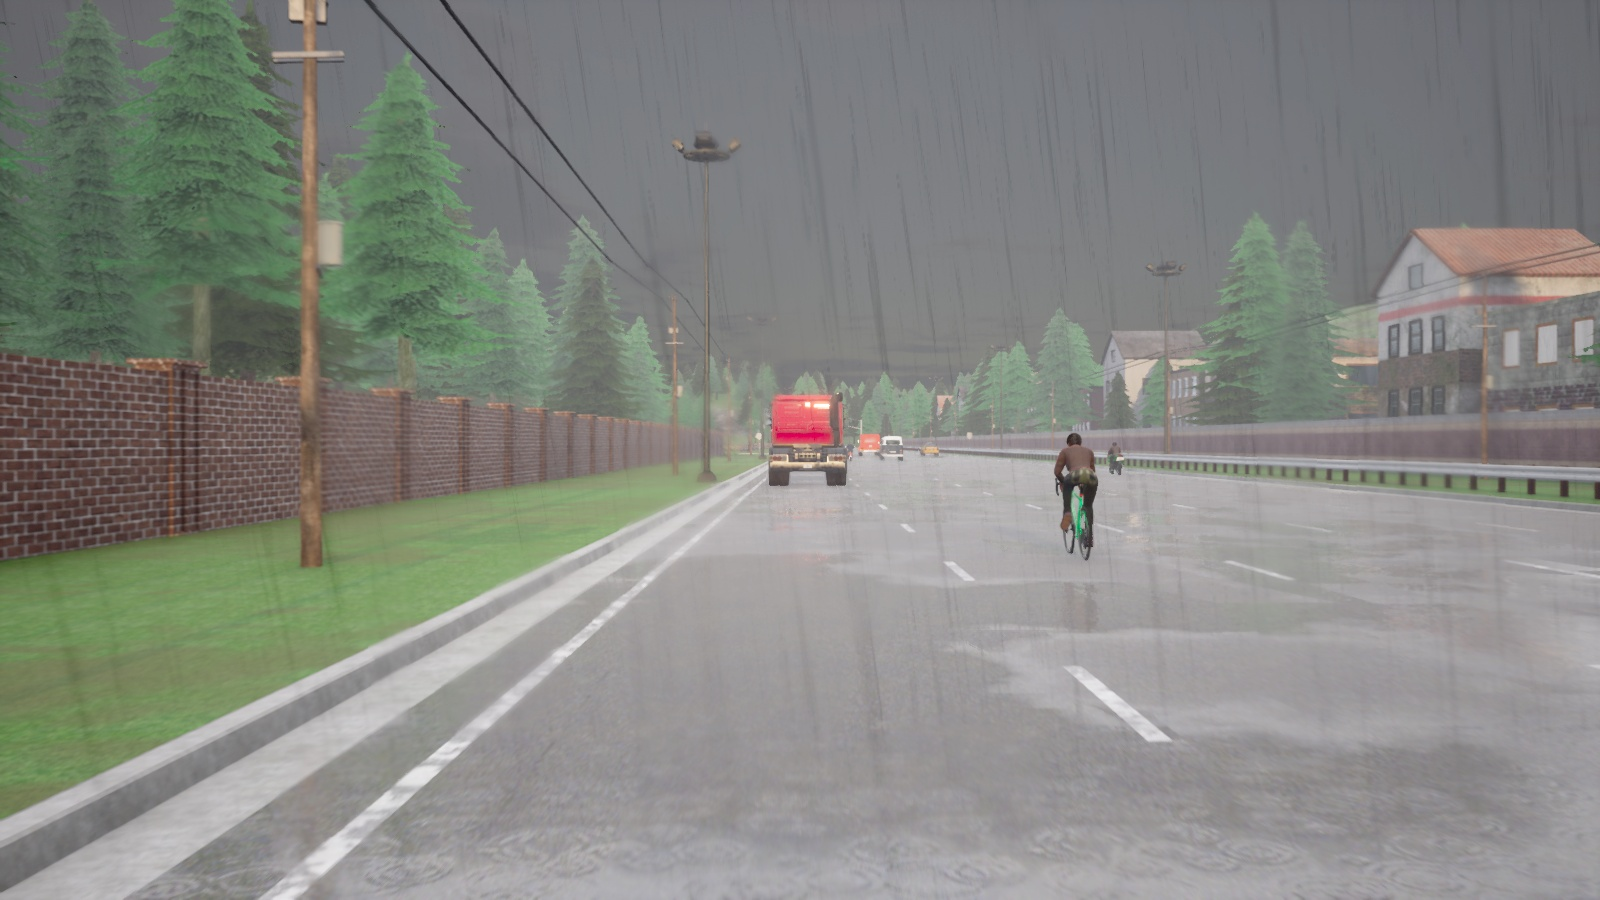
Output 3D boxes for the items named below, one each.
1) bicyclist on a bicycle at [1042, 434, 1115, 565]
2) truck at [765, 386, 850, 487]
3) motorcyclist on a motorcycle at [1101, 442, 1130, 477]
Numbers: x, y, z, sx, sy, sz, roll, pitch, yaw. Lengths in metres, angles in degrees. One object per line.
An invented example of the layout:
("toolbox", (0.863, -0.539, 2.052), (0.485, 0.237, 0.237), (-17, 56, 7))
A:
("bicyclist on a bicycle", (3.609, 0.610, 16.378), (0.582, 1.620, 1.656), (0, 0, 0))
("truck", (0.284, -0.500, 47.037), (2.891, 3.462, 7.936), (0, 0, 0))
("motorcyclist on a motorcycle", (14.342, 0.418, 57.137), (0.797, 1.523, 2.044), (0, 0, 0))
